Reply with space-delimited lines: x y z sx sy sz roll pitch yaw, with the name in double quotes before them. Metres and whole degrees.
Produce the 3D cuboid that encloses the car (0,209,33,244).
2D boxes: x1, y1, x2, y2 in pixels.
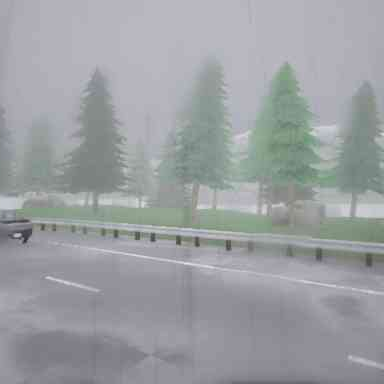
"car" -8.906 1.492 14.406 4.902 1.511 2.128 0 0 33
